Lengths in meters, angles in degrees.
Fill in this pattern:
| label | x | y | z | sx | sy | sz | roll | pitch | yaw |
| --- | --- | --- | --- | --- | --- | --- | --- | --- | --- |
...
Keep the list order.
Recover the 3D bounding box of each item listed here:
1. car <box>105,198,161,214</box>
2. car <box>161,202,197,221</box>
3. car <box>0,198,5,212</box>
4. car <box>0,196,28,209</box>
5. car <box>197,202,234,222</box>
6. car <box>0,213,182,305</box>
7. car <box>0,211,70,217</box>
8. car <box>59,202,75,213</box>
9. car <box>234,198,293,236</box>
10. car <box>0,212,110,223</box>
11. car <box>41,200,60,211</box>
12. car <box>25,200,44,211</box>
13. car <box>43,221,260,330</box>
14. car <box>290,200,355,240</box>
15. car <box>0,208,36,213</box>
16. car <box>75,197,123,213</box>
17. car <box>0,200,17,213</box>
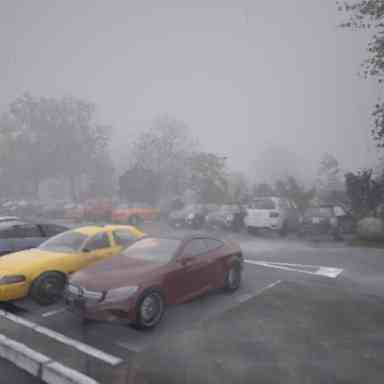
| label | x | y | z | sx | sy | sz | roll | pitch | yaw |
| --- | --- | --- | --- | --- | --- | --- | --- | --- | --- |
| car | -4.063 | 1.529 | 25.983 | 2.185 | 1.767 | 4.553 | 0 | 0 | 36 |
| car | 0.394 | 1.495 | 22.855 | 2.185 | 1.767 | 4.553 | 0 | 0 | 36 |
| car | -26.675 | 1.689 | 42.242 | 2.185 | 1.767 | 4.553 | 0 | 0 | 36 |
| car | -17.592 | 1.629 | 35.789 | 2.185 | 1.767 | 4.553 | 0 | 0 | 36 |
| car | 2.655 | 1.478 | 21.230 | 2.185 | 1.767 | 4.553 | 0 | 0 | 36 |
| car | -2.747 | 1.584 | 8.737 | 1.946 | 1.575 | 5.366 | 0 | 0 | 36 |
| car | -7.156 | 1.661 | 12.139 | 2.002 | 1.452 | 4.674 | 0 | 0 | 36 |
| car | -8.559 | 1.686 | 29.483 | 1.946 | 1.575 | 5.366 | 0 | 0 | 36 |
| car | 5.016 | 1.335 | 19.529 | 2.435 | 2.045 | 5.566 | 0 | 0 | 36 |
| car | -4.881 | 1.634 | 10.536 | 2.163 | 1.488 | 4.792 | 0 | 0 | 36 |
| car | -10.823 | 1.705 | 30.890 | 2.097 | 1.535 | 5.008 | 0 | 0 | 36 |
| car | -13.106 | 1.752 | 32.488 | 2.163 | 1.488 | 4.792 | 0 | 0 | 36 |
| car | -0.484 | 1.611 | 7.357 | 2.002 | 1.452 | 4.674 | 0 | -1 | 36 |
| car | 7.243 | 1.443 | 17.854 | 2.185 | 1.767 | 4.553 | 0 | 0 | 36 |
| car | -9.434 | 1.668 | 13.738 | 2.163 | 1.488 | 4.792 | 0 | 0 | 36 |
| car | -6.391 | 1.421 | 27.731 | 2.435 | 2.045 | 5.566 | 0 | 0 | 36 |
| car | -24.392 | 1.800 | 40.645 | 2.097 | 1.535 | 5.008 | 0 | 0 | 36 |
